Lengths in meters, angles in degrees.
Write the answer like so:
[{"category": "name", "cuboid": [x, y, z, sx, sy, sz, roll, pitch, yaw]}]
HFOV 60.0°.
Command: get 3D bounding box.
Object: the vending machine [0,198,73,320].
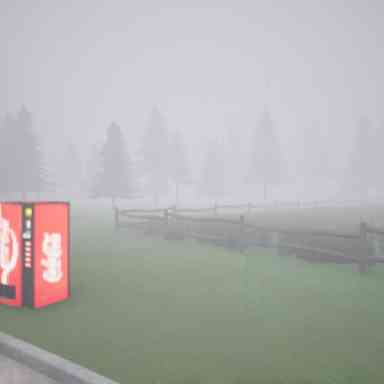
[{"category": "vending machine", "cuboid": [-3.069, 1.173, 6.482, 0.880, 2.100, 1.100, 0, 0, 32]}]
